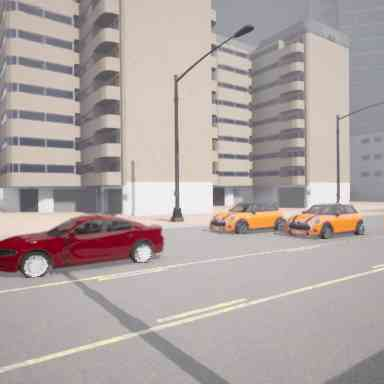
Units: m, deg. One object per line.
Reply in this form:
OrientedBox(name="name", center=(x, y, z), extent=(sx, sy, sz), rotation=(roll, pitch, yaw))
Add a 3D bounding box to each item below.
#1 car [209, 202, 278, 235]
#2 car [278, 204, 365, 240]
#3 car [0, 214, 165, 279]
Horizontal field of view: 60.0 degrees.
OrientedBox(name="car", center=(3.188, 1.393, 19.012), extent=(4.553, 1.767, 2.097), rotation=(1, 0, -35))
OrientedBox(name="car", center=(6.986, 1.415, 17.407), extent=(4.553, 1.767, 2.097), rotation=(1, -1, -35))
OrientedBox(name="car", center=(-3.241, 1.477, 10.265), extent=(5.008, 1.535, 1.882), rotation=(0, 0, -35))
